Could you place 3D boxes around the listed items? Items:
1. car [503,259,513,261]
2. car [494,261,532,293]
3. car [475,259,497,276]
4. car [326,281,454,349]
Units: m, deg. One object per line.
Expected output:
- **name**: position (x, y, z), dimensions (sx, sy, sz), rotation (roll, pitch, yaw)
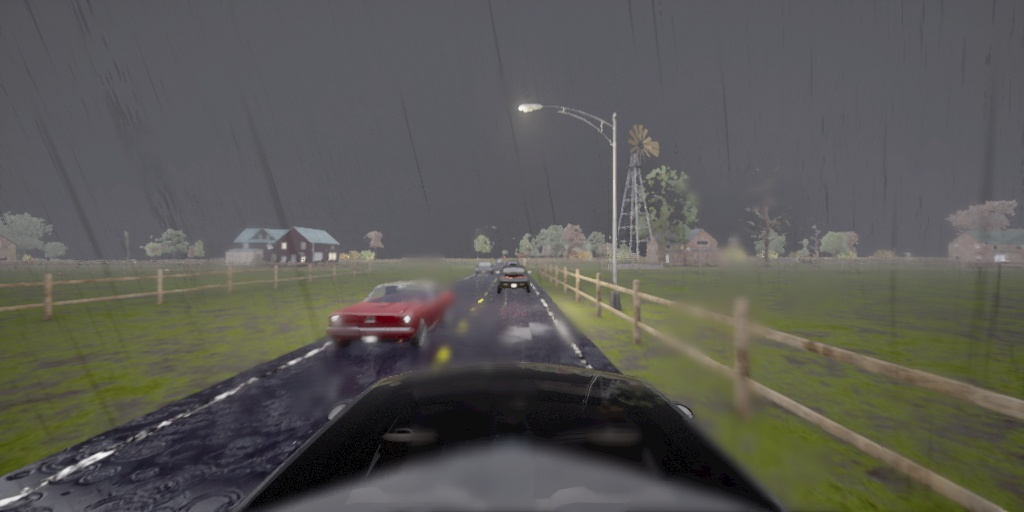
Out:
- **car**: position (0.114, 1.285, 43.614), dimensions (1.837, 1.490, 4.892), rotation (0, 0, 0)
- **car**: position (0.103, 1.274, 21.150), dimensions (1.837, 1.490, 4.892), rotation (0, 1, 0)
- **car**: position (-2.827, 1.303, 38.024), dimensions (1.812, 1.442, 4.674), rotation (0, 0, 0)
- **car**: position (-2.808, 1.358, 9.368), dimensions (1.895, 1.301, 4.718), rotation (0, 0, 0)
